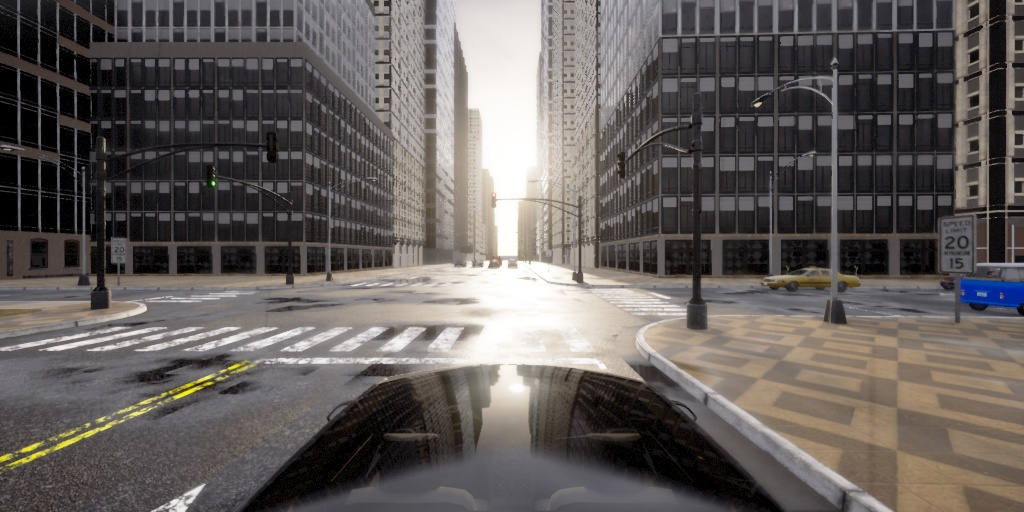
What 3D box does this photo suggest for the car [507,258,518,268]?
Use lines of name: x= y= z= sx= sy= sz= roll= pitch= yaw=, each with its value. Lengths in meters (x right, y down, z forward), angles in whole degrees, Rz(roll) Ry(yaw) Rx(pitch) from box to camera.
car: x=0.124 y=1.408 z=63.338 sx=2.033 sy=1.411 sz=5.357 roll=0 pitch=0 yaw=0

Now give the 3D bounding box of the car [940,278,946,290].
car: x=26.958 y=1.356 z=20.214 sx=4.207 sy=1.307 sz=1.802 roll=0 pitch=0 yaw=2

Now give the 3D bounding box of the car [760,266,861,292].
car: x=17.124 y=1.293 z=20.719 sx=4.829 sy=1.417 sz=1.751 roll=0 pitch=0 yaw=2

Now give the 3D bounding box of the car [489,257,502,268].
car: x=-3.126 y=1.386 z=63.344 sx=1.812 sy=1.442 sz=4.674 roll=0 pitch=0 yaw=0

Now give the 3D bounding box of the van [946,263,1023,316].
van: x=18.378 y=1.119 z=12.544 sx=3.998 sy=1.789 sz=1.690 roll=0 pitch=0 yaw=2
